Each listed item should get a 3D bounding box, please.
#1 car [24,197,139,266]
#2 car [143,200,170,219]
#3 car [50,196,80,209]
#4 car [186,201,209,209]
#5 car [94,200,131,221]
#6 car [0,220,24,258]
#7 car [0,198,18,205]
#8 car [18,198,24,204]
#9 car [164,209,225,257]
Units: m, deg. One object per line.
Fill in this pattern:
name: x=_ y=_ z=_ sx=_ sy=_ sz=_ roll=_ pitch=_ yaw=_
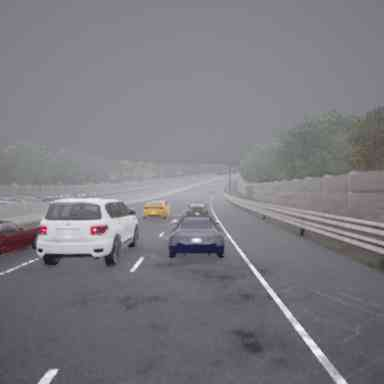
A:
car: x=-3.339 y=1.222 z=11.734 sx=2.150 sy=2.045 sz=5.566 roll=0 pitch=0 yaw=1
car: x=-3.015 y=1.472 z=29.211 sx=1.882 sy=1.535 sz=5.008 roll=0 pitch=0 yaw=2
car: x=-16.723 y=1.375 z=44.090 sx=1.882 sy=1.535 sz=5.008 roll=0 pitch=0 yaw=2
car: x=0.470 y=1.527 z=28.603 sx=1.812 sy=1.442 sz=4.674 roll=0 pitch=0 yaw=2
car: x=-6.552 y=1.499 z=27.870 sx=1.837 sy=1.490 sz=4.892 roll=0 pitch=0 yaw=2
car: x=-6.843 y=1.599 z=11.386 sx=1.895 sy=1.301 sz=4.718 roll=0 pitch=0 yaw=1
car: x=-23.754 y=1.492 z=43.559 sx=1.895 sy=1.301 sz=4.718 roll=0 pitch=0 yaw=2
car: x=-20.238 y=1.441 z=43.961 sx=2.033 sy=1.411 sz=5.357 roll=0 pitch=0 yaw=2
car: x=0.181 y=1.569 z=13.030 sx=1.994 sy=1.385 sz=4.181 roll=0 pitch=0 yaw=1
